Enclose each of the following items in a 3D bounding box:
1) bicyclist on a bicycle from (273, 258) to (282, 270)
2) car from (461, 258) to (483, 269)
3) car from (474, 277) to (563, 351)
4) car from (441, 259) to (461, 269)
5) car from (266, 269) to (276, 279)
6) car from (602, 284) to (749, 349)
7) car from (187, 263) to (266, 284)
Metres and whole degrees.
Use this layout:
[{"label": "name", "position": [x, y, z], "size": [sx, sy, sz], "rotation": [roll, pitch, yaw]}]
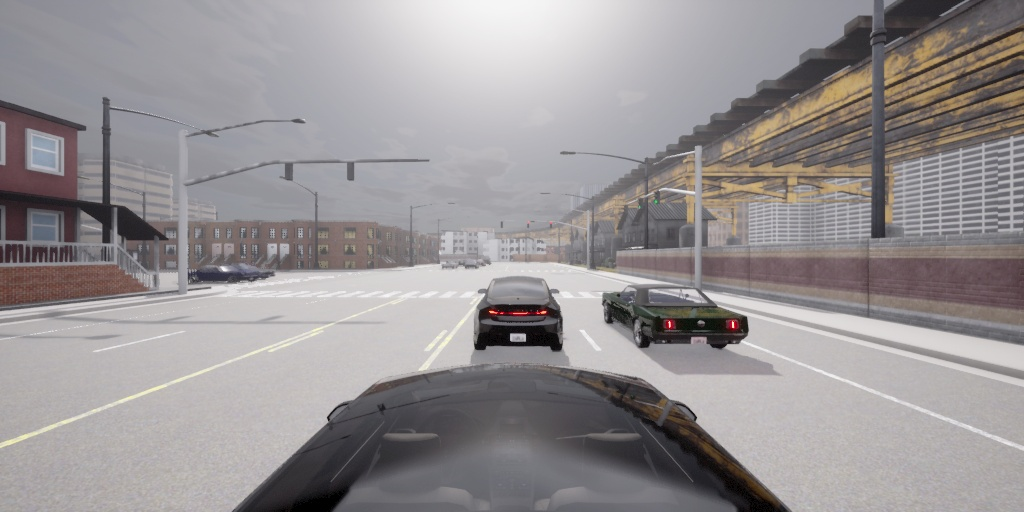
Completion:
[{"label": "bicyclist on a bicycle", "position": [-30.543, 1.050, 46.686], "size": [0.582, 1.620, 1.656], "rotation": [0, 0, 1]}, {"label": "car", "position": [-6.307, 1.297, 56.936], "size": [2.033, 1.411, 5.357], "rotation": [0, 0, 1]}, {"label": "car", "position": [0.161, 1.255, 9.015], "size": [1.837, 1.490, 4.892], "rotation": [0, 0, 1]}, {"label": "car", "position": [-9.814, 1.351, 56.664], "size": [1.895, 1.301, 4.718], "rotation": [0, 0, 2]}, {"label": "car", "position": [-23.028, 1.297, 30.117], "size": [5.357, 1.411, 2.033], "rotation": [0, 0, 0]}, {"label": "car", "position": [3.667, 1.351, 9.155], "size": [1.895, 1.301, 4.718], "rotation": [0, 0, 1]}, {"label": "car", "position": [-21.314, 1.351, 26.429], "size": [4.718, 1.301, 1.895], "rotation": [0, 0, 3]}]
